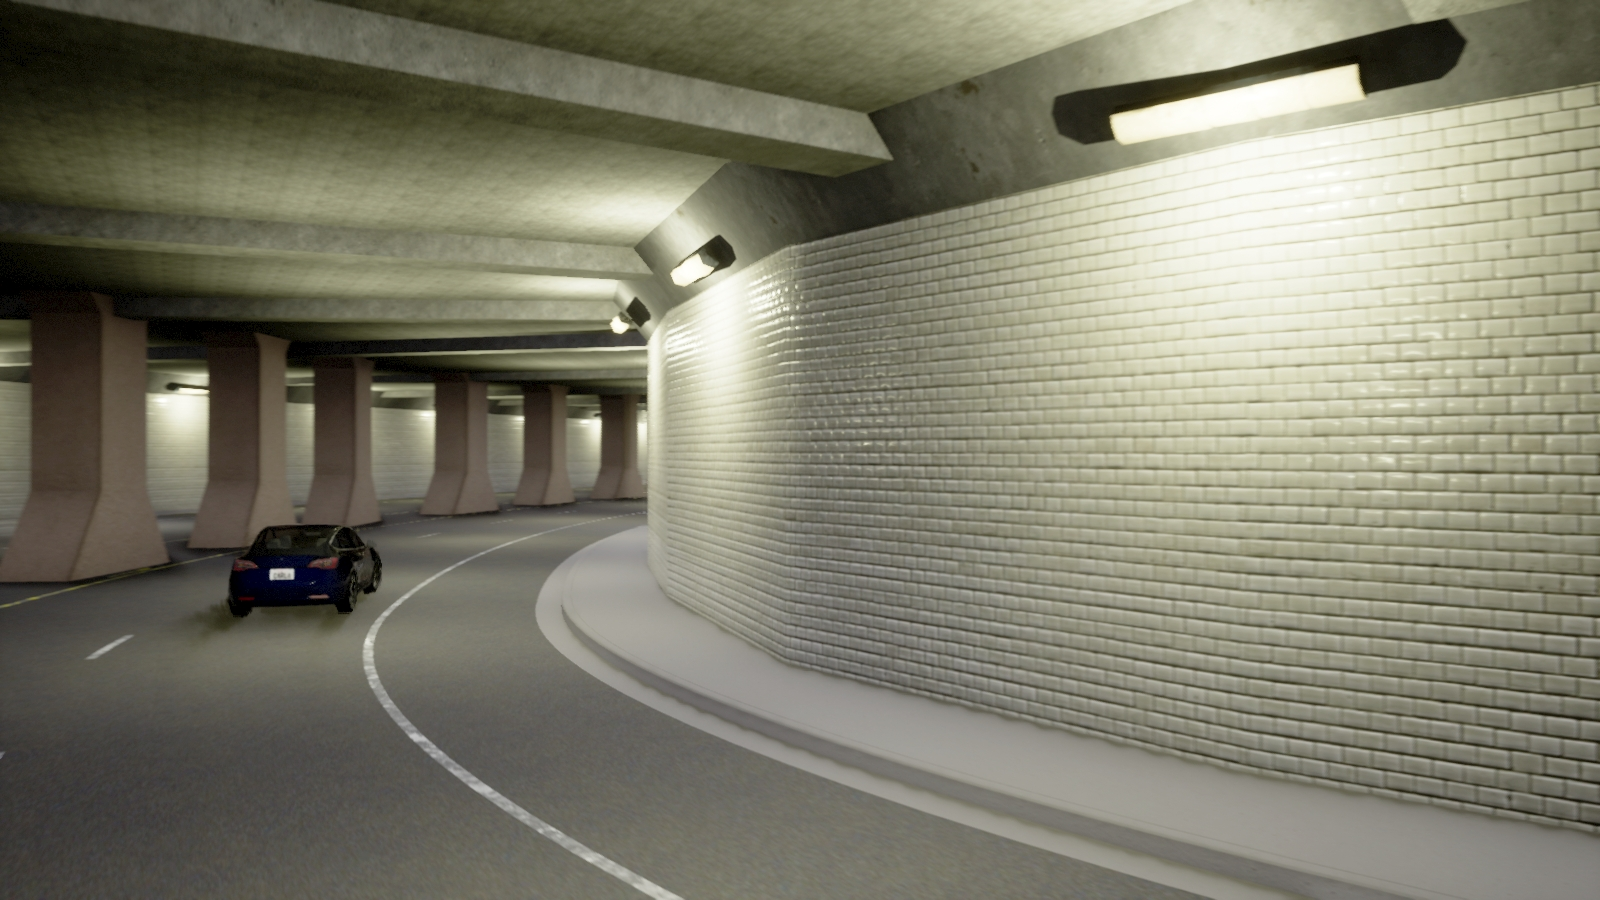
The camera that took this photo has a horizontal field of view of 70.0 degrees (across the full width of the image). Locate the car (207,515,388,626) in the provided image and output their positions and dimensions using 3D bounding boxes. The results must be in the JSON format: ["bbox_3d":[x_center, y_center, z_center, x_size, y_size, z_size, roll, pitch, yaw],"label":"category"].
[{"bbox_3d":[-9.011,2.081,20.943,2.163,1.488,4.792,0,0,-13],"label":"car"}]
